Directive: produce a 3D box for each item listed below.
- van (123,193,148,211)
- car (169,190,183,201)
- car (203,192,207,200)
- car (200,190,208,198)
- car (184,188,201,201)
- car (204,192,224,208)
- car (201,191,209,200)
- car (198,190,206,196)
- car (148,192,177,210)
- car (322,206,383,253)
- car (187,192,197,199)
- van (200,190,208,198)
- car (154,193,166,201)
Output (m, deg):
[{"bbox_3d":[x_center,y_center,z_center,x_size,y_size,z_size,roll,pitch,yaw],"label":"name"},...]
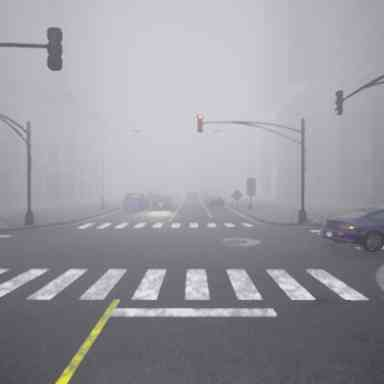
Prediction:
[{"bbox_3d":[-5.776,0.938,33.257,1.690,1.788,3.998,0,1,0],"label":"van"},{"bbox_3d":[-3.036,0.846,57.198,1.812,1.442,4.674,0,1,1],"label":"car"},{"bbox_3d":[2.780,1.013,44.290,1.887,1.381,4.507,0,1,0],"label":"car"},{"bbox_3d":[2.778,0.865,55.510,1.752,1.417,4.829,0,1,0],"label":"car"},{"bbox_3d":[0.065,0.654,58.798,2.097,1.767,4.553,0,1,0],"label":"car"},{"bbox_3d":[2.781,1.077,38.765,1.887,1.381,4.507,0,1,0],"label":"car"},{"bbox_3d":[2.779,0.950,49.815,1.887,1.381,4.507,0,1,0],"label":"car"},{"bbox_3d":[2.773,0.339,94.015,1.967,1.590,4.097,0,1,0],"label":"car"},{"bbox_3d":[-3.092,1.062,35.441,2.128,1.511,4.902,0,1,0],"label":"car"},{"bbox_3d":[7.033,1.240,11.958,4.674,1.442,1.812,-1,0,-10],"label":"car"},{"bbox_3d":[0.007,0.720,68.478,1.812,1.442,4.674,0,1,0],"label":"car"},{"bbox_3d":[2.775,0.429,77.438,1.690,1.788,3.998,0,1,0],"label":"van"},{"bbox_3d":[-5.769,0.860,60.883,1.802,1.307,4.206,0,1,0],"label":"car"}]
